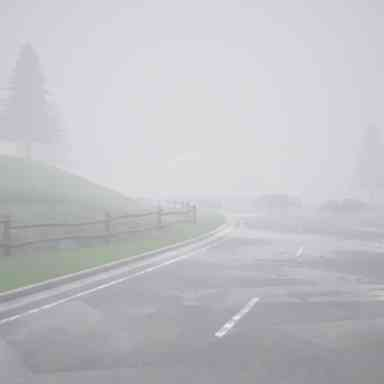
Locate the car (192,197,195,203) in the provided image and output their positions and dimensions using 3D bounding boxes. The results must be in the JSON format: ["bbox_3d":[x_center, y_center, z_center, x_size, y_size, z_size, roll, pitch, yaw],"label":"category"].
[{"bbox_3d":[1.308,1.490,59.027,2.128,1.511,4.902,0,0,-41],"label":"car"}]

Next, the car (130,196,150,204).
[{"bbox_3d":[-9.396,1.491,60.612,2.128,1.511,4.902,0,0,-43],"label":"car"}]

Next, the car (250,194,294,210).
[{"bbox_3d":[10.365,1.220,43.498,2.150,2.045,5.566,0,0,-21],"label":"car"}]

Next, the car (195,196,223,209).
[{"bbox_3d":[2.486,1.525,44.218,1.812,1.442,4.674,0,0,-23],"label":"car"}]

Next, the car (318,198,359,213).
[{"bbox_3d":[15.621,1.524,36.281,1.812,1.442,4.674,0,0,-8],"label":"car"}]

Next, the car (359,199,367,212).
[{"bbox_3d":[18.605,1.503,39.479,1.837,1.490,4.892,0,0,-10],"label":"car"}]

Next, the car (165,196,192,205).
[{"bbox_3d":[-2.745,1.477,58.453,1.882,1.535,5.008,0,0,-42],"label":"car"}]

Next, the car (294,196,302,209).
[{"bbox_3d":[13.074,1.351,46.135,2.097,1.767,4.553,0,0,-20],"label":"car"}]
